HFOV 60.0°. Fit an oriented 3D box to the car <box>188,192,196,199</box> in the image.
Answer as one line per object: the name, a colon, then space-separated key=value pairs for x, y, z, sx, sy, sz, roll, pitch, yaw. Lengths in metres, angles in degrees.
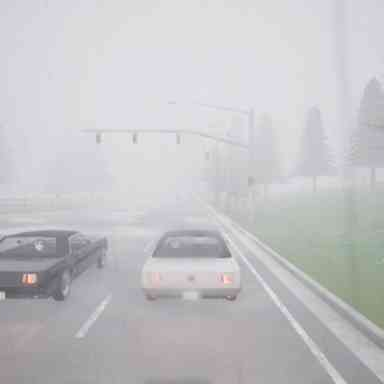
car: x=-0.077 y=1.024 z=92.461 sx=2.097 sy=1.767 sz=4.553 roll=0 pitch=0 yaw=0

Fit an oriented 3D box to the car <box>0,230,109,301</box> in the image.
car: x=-3.494 y=1.586 z=8.232 sx=1.895 sy=1.301 sz=4.718 roll=0 pitch=0 yaw=0

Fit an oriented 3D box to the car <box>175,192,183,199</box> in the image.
car: x=-3.577 y=1.024 z=92.458 sx=2.097 sy=1.767 sz=4.553 roll=0 pitch=0 yaw=0

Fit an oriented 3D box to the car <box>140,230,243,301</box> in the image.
car: x=0.006 y=1.586 z=8.236 sx=1.895 sy=1.301 sz=4.718 roll=0 pitch=0 yaw=0

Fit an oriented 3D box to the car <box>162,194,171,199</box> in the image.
car: x=-7.077 y=1.209 z=92.486 sx=2.033 sy=1.411 sz=5.357 roll=0 pitch=0 yaw=0

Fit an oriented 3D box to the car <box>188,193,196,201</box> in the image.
car: x=-0.069 y=1.372 z=82.072 sx=2.128 sy=1.511 sz=4.902 roll=0 pitch=0 yaw=0

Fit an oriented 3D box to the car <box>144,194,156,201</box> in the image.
car: x=-10.569 y=1.442 z=82.510 sx=1.895 sy=1.301 sz=4.718 roll=0 pitch=0 yaw=0

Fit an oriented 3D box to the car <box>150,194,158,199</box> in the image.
car: x=-10.577 y=1.193 z=92.483 sx=1.812 sy=1.442 sz=4.674 roll=0 pitch=0 yaw=0

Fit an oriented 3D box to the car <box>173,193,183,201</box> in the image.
car: x=-3.569 y=1.202 z=82.455 sx=2.097 sy=1.767 sz=4.553 roll=0 pitch=0 yaw=0

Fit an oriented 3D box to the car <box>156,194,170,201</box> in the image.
car: x=-7.069 y=1.372 z=82.066 sx=2.128 sy=1.511 sz=4.902 roll=0 pitch=0 yaw=0
